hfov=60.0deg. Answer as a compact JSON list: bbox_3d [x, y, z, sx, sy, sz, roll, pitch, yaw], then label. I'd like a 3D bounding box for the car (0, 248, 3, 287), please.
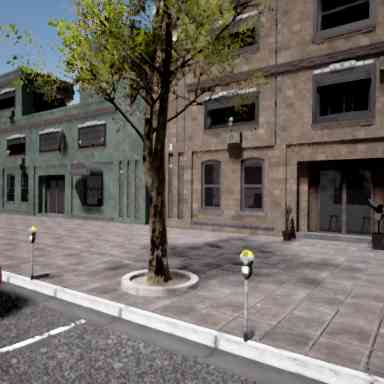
[{"bbox_3d":[-6.089,1.216,6.829,5.566,2.045,2.150,0,0,35],"label":"car"}]
